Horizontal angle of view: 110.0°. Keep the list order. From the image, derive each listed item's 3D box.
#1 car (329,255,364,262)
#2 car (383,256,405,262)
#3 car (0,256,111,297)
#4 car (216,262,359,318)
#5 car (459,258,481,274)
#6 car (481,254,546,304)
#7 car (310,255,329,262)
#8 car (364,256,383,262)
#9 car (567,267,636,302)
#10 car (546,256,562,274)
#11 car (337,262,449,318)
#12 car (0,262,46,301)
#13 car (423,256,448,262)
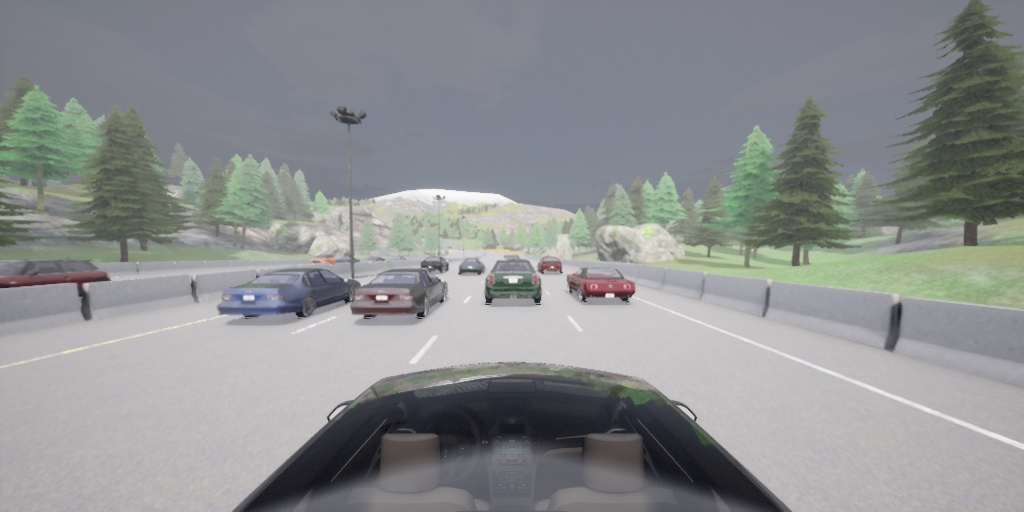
[{"bbox_3d":[-24.810,0.773,53.865,2.033,1.411,5.357,0,0,0],"label":"car"},{"bbox_3d":[-17.821,0.751,55.445,1.812,1.442,4.674,0,0,0],"label":"car"},{"bbox_3d":[-17.651,0.897,12.902,2.097,1.767,4.553,0,1,0],"label":"car"},{"bbox_3d":[-6.948,1.108,11.960,2.033,1.411,5.357,0,1,0],"label":"car"},{"bbox_3d":[-3.547,0.875,32.072,1.994,1.385,4.181,0,0,0],"label":"car"},{"bbox_3d":[0.037,0.866,14.881,2.097,1.767,4.553,0,1,0],"label":"car"},{"bbox_3d":[-28.309,0.578,53.857,2.097,1.767,4.553,0,0,0],"label":"car"},{"bbox_3d":[-21.319,0.715,55.347,2.128,1.511,4.902,0,0,0],"label":"car"},{"bbox_3d":[3.536,1.110,15.199,1.895,1.301,4.718,0,1,0],"label":"car"},{"bbox_3d":[3.448,0.779,33.253,1.882,1.535,5.008,0,0,0],"label":"car"},{"bbox_3d":[-3.448,1.108,11.961,2.033,1.411,5.357,0,1,0],"label":"car"},{"bbox_3d":[-21.152,1.036,13.003,2.128,1.511,4.902,0,1,0],"label":"car"},{"bbox_3d":[-7.052,0.780,33.207,1.882,1.535,5.008,0,0,0],"label":"car"}]
